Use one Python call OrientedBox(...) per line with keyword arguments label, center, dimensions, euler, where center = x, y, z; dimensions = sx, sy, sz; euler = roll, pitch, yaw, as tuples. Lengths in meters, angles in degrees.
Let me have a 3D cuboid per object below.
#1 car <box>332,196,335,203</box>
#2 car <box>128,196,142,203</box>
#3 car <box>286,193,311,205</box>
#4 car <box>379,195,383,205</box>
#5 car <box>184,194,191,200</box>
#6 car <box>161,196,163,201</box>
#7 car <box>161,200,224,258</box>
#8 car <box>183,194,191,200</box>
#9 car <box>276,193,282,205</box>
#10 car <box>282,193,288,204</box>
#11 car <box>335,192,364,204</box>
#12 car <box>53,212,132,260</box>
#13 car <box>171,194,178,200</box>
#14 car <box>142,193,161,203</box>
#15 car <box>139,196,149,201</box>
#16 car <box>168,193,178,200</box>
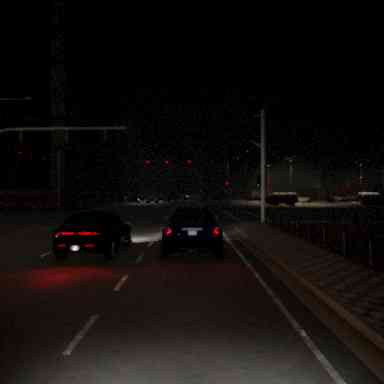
OrientedBox(label="car", center=(35.815, 1.400, 78.400), dimensions=(3.905, 1.438, 1.784), euler=(0, 0, 0))
OrientedBox(label="car", center=(-11.511, 1.529, 66.378), dimensions=(2.033, 1.411, 5.357), euler=(0, 0, -1))
OrientedBox(label="car", center=(20.811, 1.436, 64.298), dimensions=(3.806, 1.475, 1.970), euler=(0, 0, 0))
OrientedBox(label="car", center=(35.941, 1.436, 58.606), dimensions=(3.806, 1.475, 1.970), euler=(0, 0, 0))
OrientedBox(label="car", center=(-1.307, 1.366, 91.099), dimensions=(1.812, 1.442, 4.674), euler=(0, 0, -1))
OrientedBox(label="car", center=(-8.198, 1.548, 81.989), dimensions=(1.895, 1.301, 4.718), euler=(0, 0, -1))
OrientedBox(label="car", center=(0.007, 1.350, 12.958), dimensions=(2.097, 1.767, 4.553), euler=(0, 0, 0))
OrientedBox(label="car", center=(-1.186, 1.577, 81.031), dimensions=(1.895, 1.301, 4.718), euler=(0, 0, -1))
OrientedBox(label="car", center=(20.733, 1.192, 69.876), dimensions=(4.605, 1.855, 1.932), euler=(0, 0, 0))
OrientedBox(label="car", center=(20.797, 1.403, 67.193), dimensions=(3.905, 1.438, 1.784), euler=(0, 0, 0))
OrientedBox(label="car", center=(35.766, 1.190, 75.503), dimensions=(4.605, 1.855, 1.932), euler=(0, 0, 0))
OrientedBox(label="car", center=(-3.495, 1.497, 12.408), dimensions=(1.837, 1.490, 4.892), euler=(0, -2, 0))
OrientedBox(label="car", center=(-4.807, 1.342, 91.057), dimensions=(1.837, 1.490, 4.892), euler=(0, 0, -1))
OrientedBox(label="car", center=(-8.014, 1.206, 66.451), dimensions=(2.150, 2.045, 5.566), euler=(0, 0, -1))
OrientedBox(label="car", center=(-11.697, 1.548, 81.888), dimensions=(1.895, 1.301, 4.718), euler=(0, 0, -1))
OrientedBox(label="car", center=(-4.681, 1.198, 80.666), dimensions=(2.150, 2.045, 5.566), euler=(0, 0, -1))
